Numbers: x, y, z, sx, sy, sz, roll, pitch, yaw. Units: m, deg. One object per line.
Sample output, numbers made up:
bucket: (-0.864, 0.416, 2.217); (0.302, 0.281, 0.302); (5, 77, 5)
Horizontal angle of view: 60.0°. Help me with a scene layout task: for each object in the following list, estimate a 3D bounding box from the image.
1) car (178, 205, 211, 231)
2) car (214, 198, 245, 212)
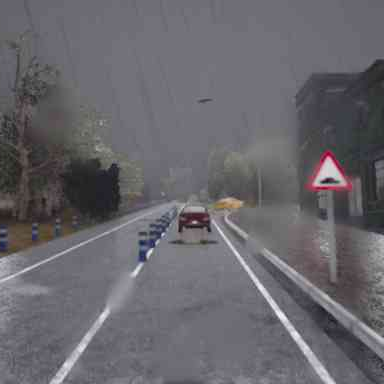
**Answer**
car: (0.154, 1.548, 20.972); (1.882, 1.535, 5.008); (0, 0, 0)
car: (4.395, 1.425, 38.519); (1.882, 1.535, 5.008); (-6, -2, 33)
